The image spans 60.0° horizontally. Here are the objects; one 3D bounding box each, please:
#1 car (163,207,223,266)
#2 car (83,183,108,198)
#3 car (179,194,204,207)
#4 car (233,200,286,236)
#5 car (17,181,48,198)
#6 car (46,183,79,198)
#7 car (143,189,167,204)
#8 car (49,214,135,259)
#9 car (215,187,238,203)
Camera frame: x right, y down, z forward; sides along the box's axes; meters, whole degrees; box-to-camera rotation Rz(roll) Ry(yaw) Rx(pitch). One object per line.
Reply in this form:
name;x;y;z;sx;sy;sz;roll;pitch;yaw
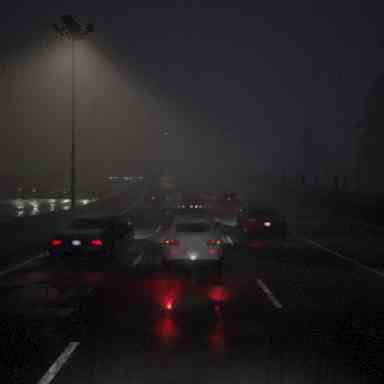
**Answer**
car;0.034;1.517;11.523;1.812;1.442;4.674;0;1;0
car;-10.782;-0.225;37.597;1.812;1.442;4.674;0;6;0
car;-0.047;0.891;26.069;2.033;1.411;5.357;0;4;0
car;3.513;1.390;17.505;1.994;1.385;4.181;0;2;0
car;-17.780;-0.404;37.604;2.097;1.767;4.553;0;6;0
car;-14.282;-0.225;37.585;1.812;1.442;4.674;0;6;0
car;-3.567;0.346;32.632;1.994;1.385;4.181;0;6;0
car;-3.469;1.523;12.480;2.033;1.411;5.357;0;1;0
car;3.432;0.257;33.171;1.812;1.442;4.674;0;6;0
